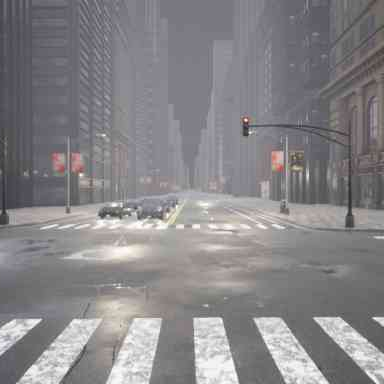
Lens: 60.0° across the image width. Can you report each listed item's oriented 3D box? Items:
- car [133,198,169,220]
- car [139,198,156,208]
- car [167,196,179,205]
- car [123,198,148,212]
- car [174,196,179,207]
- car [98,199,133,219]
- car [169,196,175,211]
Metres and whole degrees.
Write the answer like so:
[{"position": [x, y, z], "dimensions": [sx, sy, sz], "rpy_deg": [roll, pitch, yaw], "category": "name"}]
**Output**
[{"position": [-3.340, 1.342, 28.089], "dimensions": [2.097, 1.767, 4.553], "rpy_deg": [0, 0, 0], "category": "car"}, {"position": [-6.588, 1.574, 49.530], "dimensions": [1.895, 1.301, 4.718], "rpy_deg": [0, 0, 0], "category": "car"}, {"position": [-3.300, 1.466, 57.836], "dimensions": [1.837, 1.490, 4.892], "rpy_deg": [0, 0, 0], "category": "car"}, {"position": [-6.586, 1.530, 39.444], "dimensions": [2.033, 1.411, 5.357], "rpy_deg": [0, 0, 0], "category": "car"}, {"position": [-3.341, 1.539, 47.462], "dimensions": [1.994, 1.385, 4.181], "rpy_deg": [0, 0, 0], "category": "car"}, {"position": [-6.565, 1.537, 29.346], "dimensions": [2.033, 1.411, 5.357], "rpy_deg": [0, 0, 4], "category": "car"}, {"position": [-3.338, 1.531, 37.563], "dimensions": [2.033, 1.411, 5.357], "rpy_deg": [0, 0, 0], "category": "car"}]
